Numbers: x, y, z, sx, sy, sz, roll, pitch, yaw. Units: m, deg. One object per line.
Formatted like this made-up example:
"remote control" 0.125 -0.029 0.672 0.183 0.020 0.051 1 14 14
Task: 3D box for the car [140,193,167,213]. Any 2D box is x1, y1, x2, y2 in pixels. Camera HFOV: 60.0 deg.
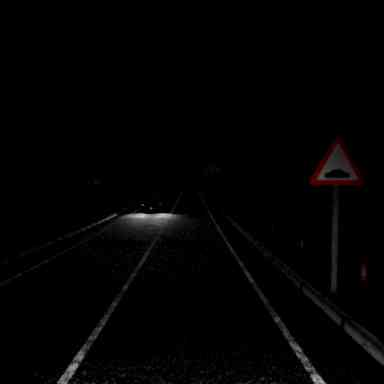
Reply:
"car" -3.121 0.870 27.746 1.812 1.442 4.674 0 3 0
